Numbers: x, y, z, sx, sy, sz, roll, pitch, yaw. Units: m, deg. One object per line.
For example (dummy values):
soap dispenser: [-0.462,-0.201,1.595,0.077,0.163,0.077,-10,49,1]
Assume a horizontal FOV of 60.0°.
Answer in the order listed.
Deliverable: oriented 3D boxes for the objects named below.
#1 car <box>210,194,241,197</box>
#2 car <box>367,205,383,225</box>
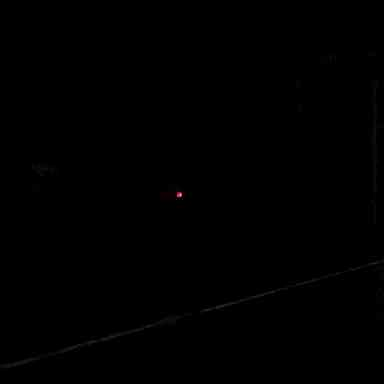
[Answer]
car: [3.840,1.207,32.531,2.150,2.045,5.566,0,0,-38]
car: [12.238,1.532,21.737,2.033,1.411,5.357,0,0,-39]
